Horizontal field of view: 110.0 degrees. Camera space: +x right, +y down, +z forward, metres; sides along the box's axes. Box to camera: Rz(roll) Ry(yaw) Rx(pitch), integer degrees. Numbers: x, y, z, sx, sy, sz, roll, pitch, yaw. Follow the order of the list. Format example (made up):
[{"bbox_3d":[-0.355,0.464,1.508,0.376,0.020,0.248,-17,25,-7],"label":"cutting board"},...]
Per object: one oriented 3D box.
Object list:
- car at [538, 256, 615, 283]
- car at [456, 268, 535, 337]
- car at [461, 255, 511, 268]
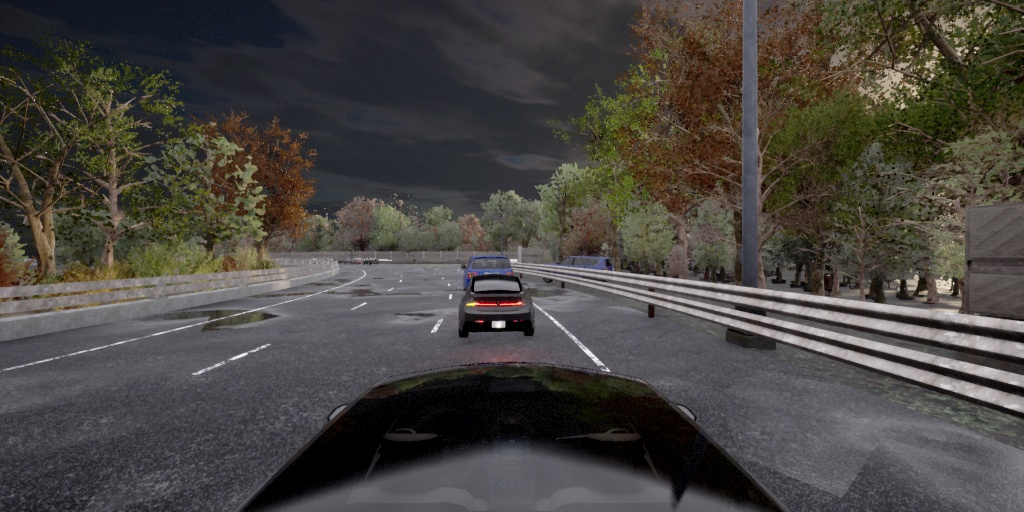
[{"bbox_3d":[4.637,1.003,25.909,5.566,2.045,2.150,3,1,31],"label":"car"},{"bbox_3d":[-0.519,1.255,10.288,1.837,1.490,4.892,0,0,-5],"label":"car"},{"bbox_3d":[-1.234,0.971,17.368,2.150,2.045,5.566,0,0,-9],"label":"car"}]
